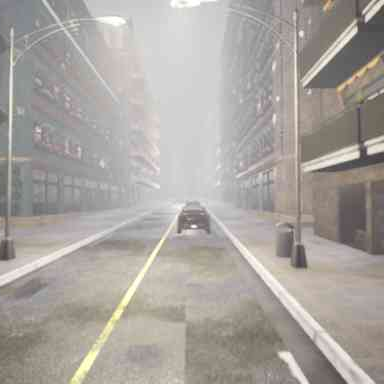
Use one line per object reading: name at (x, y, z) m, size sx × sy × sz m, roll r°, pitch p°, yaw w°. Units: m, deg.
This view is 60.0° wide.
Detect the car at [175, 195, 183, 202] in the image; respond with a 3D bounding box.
car at (-2.755, 1.510, 75.678) m, size 2.128 × 1.511 × 4.902 m, roll 0°, pitch 0°, yaw 0°

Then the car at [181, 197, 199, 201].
car at (0.099, 1.550, 41.006) m, size 2.128 × 1.511 × 4.902 m, roll 0°, pitch 0°, yaw 0°

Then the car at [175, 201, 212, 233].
car at (0.100, 1.527, 19.584) m, size 1.837 × 1.490 × 4.892 m, roll 0°, pitch 0°, yaw 0°
